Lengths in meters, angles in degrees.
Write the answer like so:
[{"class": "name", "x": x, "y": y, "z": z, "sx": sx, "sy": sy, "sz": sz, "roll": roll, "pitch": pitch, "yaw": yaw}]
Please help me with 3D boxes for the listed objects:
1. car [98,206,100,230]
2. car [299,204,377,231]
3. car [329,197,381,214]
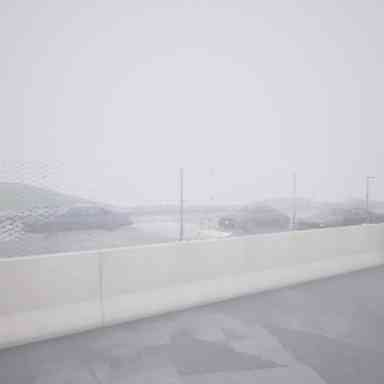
[{"class": "car", "x": -5.700, "y": 1.376, "z": 17.001, "sx": 5.357, "sy": 1.411, "sz": 2.033, "roll": 0, "pitch": 1, "yaw": -34}, {"class": "car", "x": 7.838, "y": 1.451, "z": 17.262, "sx": 5.357, "sy": 1.411, "sz": 2.033, "roll": 0, "pitch": 1, "yaw": -30}, {"class": "car", "x": 16.545, "y": 1.312, "z": 33.771, "sx": 4.902, "sy": 1.511, "sz": 2.128, "roll": 0, "pitch": 1, "yaw": -26}]
